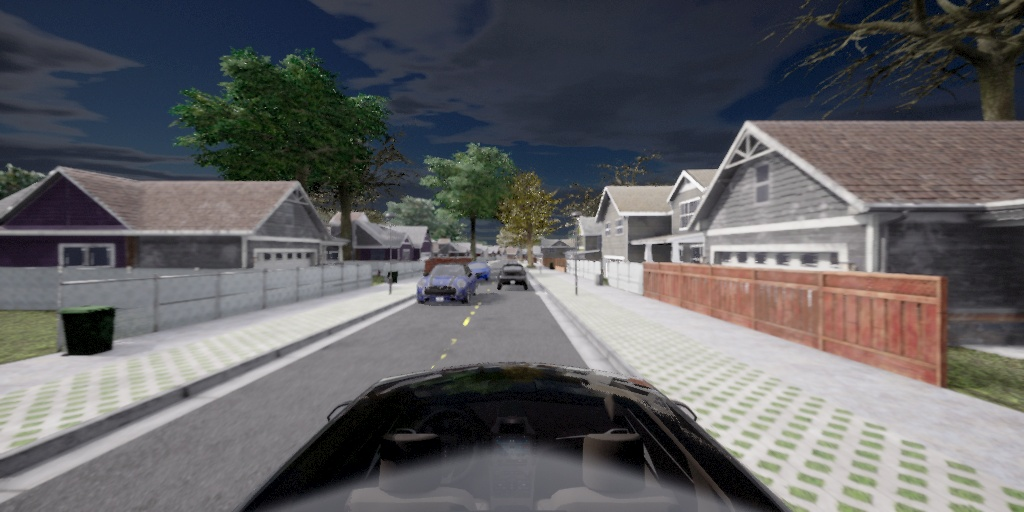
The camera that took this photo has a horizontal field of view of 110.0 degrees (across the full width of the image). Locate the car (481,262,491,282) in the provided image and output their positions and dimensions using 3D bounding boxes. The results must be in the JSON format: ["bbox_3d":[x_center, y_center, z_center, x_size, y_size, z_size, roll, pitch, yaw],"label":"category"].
[{"bbox_3d":[-2.803,1.240,29.743,1.882,1.535,5.008,0,0,1],"label":"car"}]

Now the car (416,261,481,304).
[{"bbox_3d":[-2.804,1.103,16.261,2.097,1.767,4.553,0,0,0],"label":"car"}]

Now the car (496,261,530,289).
[{"bbox_3d":[0.055,1.263,23.122,1.837,1.490,4.892,0,1,0],"label":"car"}]
